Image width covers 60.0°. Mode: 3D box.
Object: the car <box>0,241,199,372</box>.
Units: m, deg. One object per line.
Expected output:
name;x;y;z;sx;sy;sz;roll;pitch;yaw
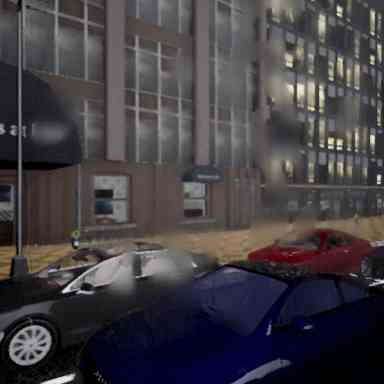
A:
car;-1.393;1.567;5.575;4.403;1.369;2.008;1;-1;-35

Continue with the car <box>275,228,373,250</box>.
car;3.240;1.646;8.867;4.206;1.307;1.802;1;-1;-35

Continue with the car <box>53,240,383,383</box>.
car;0.823;1.588;3.961;4.181;1.385;1.994;1;0;-35
